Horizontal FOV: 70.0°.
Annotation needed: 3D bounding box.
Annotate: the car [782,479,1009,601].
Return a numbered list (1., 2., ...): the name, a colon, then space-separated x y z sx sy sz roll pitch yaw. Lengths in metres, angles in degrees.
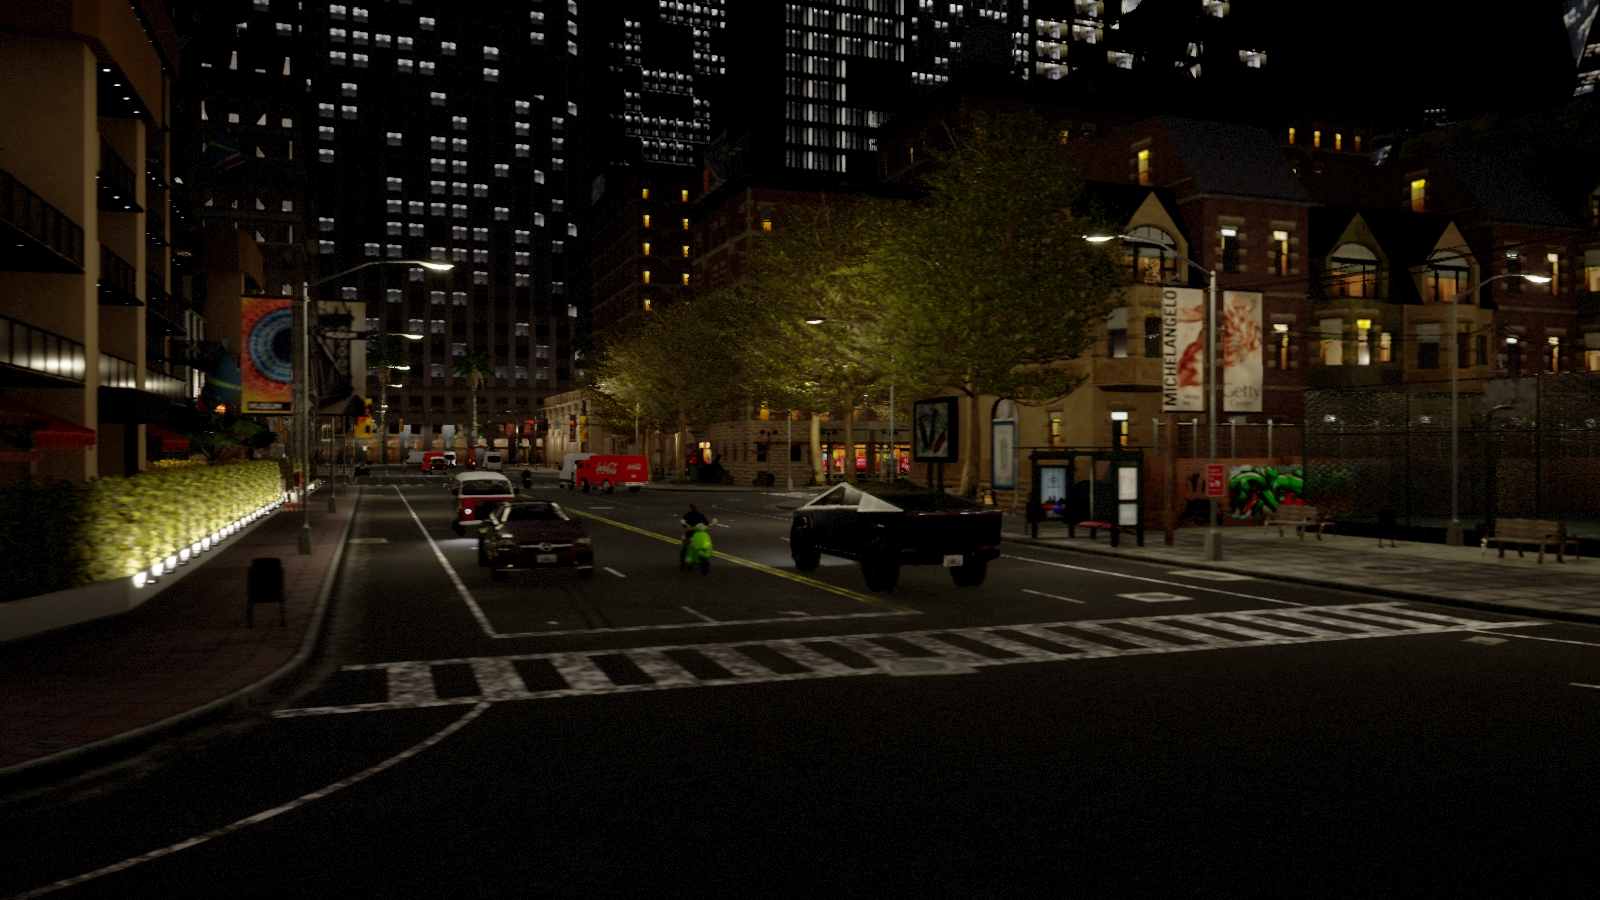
1. car: 1.814 1.752 24.617 2.390 2.098 6.274 0 0 -21

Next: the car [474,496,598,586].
1. car: -6.210 1.991 26.398 2.152 1.651 5.027 0 0 -21

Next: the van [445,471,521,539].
1. van: -10.695 1.780 38.379 2.069 2.038 4.480 0 0 -21
